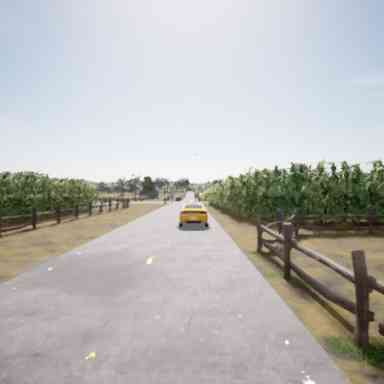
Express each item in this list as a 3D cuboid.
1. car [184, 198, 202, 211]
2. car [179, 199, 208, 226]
[{"bbox_3d":[0.109,1.561,42.113,2.128,1.511,4.902,0,0,0],"label":"car"},{"bbox_3d":[0.105,1.490,23.429,1.882,1.535,5.008,0,0,0],"label":"car"}]
